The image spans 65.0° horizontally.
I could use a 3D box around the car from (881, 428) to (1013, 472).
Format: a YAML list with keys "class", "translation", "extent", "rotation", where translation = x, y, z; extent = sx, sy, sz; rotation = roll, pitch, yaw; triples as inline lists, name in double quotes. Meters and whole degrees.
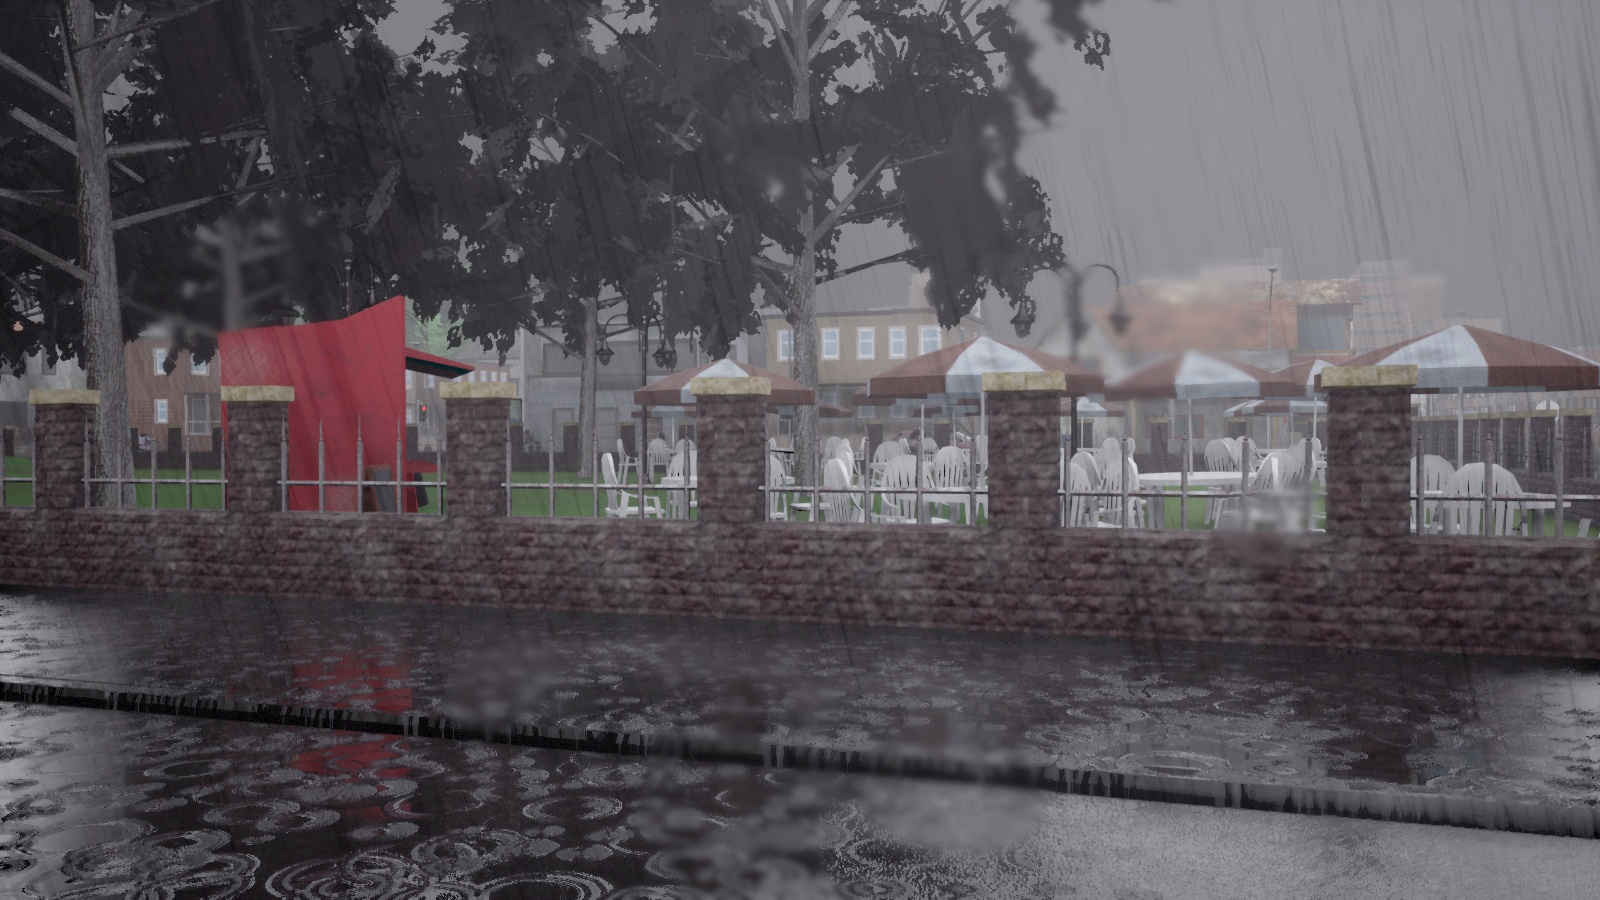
- class: "car"
  translation: [5.807, -0.013, 49.503]
  extent: [4.856, 1.649, 2.033]
  rotation: [1, 1, 19]

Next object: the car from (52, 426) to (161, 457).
- class: "car"
  translation: [-38.076, -0.488, 69.077]
  extent: [4.856, 1.649, 2.033]
  rotation: [0, 1, -11]
